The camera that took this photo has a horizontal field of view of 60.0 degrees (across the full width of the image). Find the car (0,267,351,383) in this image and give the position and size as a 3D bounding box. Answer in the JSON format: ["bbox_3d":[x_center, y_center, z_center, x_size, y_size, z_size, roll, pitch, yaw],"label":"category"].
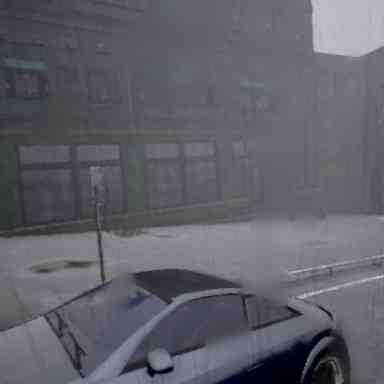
[{"bbox_3d":[-0.367,1.546,3.241,4.181,1.385,1.994,0,0,-34],"label":"car"}]
